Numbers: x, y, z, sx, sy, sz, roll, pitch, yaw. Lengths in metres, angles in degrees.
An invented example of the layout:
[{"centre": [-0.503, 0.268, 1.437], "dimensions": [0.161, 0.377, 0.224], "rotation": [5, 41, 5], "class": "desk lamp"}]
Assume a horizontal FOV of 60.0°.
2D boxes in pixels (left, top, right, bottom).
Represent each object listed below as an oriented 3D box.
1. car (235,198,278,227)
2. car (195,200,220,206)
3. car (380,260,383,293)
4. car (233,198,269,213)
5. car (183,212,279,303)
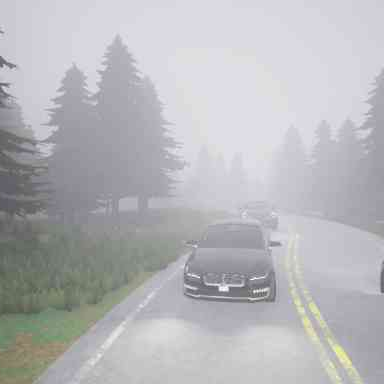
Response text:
[{"centre": [3.890, 1.270, 20.369], "dimensions": [2.097, 1.767, 4.553], "rotation": [-1, 0, 5], "class": "car"}, {"centre": [1.949, 1.799, 44.865], "dimensions": [1.812, 1.442, 4.674], "rotation": [3, -5, -35], "class": "car"}, {"centre": [4.497, 1.308, 4.646], "dimensions": [2.097, 1.767, 4.553], "rotation": [-1, 0, 8], "class": "car"}, {"centre": [6.227, 1.410, 35.737], "dimensions": [1.837, 1.490, 4.892], "rotation": [2, -1, -16], "class": "car"}, {"centre": [1.097, 1.496, 8.418], "dimensions": [1.837, 1.490, 4.892], "rotation": [-1, 0, 12], "class": "car"}]
